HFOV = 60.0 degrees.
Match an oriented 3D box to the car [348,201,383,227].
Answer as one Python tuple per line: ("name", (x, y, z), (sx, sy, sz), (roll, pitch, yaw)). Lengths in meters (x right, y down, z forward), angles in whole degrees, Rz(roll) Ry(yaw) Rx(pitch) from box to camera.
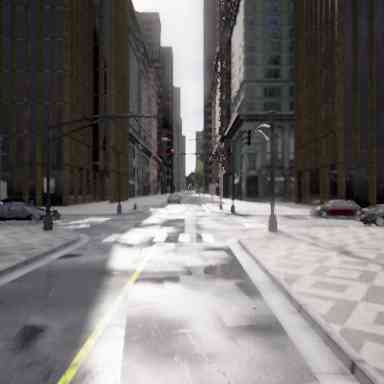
("car", (12.337, 1.439, 20.324), (4.403, 1.369, 2.008), (0, -1, 0))

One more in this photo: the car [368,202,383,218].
("car", (18.011, 1.547, 28.866), (4.403, 1.369, 2.008), (0, -1, 0))

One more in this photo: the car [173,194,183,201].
("car", (-2.979, 1.177, 71.754), (2.128, 1.511, 4.902), (0, 0, 0))

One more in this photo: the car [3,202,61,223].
("car", (-12.000, 1.404, 23.008), (5.357, 1.411, 2.033), (0, -1, 0))

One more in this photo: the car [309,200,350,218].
("car", (12.341, 1.416, 28.850), (4.097, 1.590, 1.967), (0, -1, 0))

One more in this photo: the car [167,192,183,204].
("car", (-3.031, 1.086, 55.751), (2.097, 1.767, 4.553), (0, 0, 1))

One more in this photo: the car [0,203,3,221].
("car", (-14.583, 1.334, 20.243), (4.829, 1.417, 1.752), (0, -1, 0))
